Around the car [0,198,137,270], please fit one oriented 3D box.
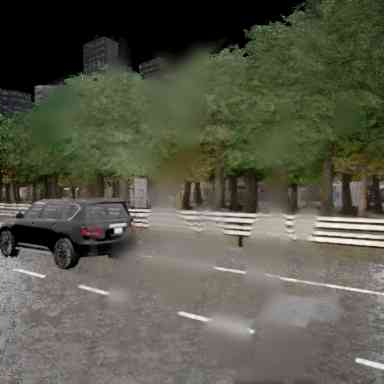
[{"bbox_3d":[-4.326,1.223,11.256,5.566,2.045,2.150,0,0,36],"label":"car"}]
